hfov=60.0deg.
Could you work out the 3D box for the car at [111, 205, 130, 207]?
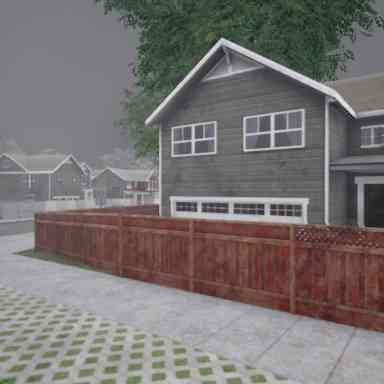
[{"bbox_3d":[-6.854,1.893,33.078,1.895,1.301,4.718,0,-1,15],"label":"car"}]
